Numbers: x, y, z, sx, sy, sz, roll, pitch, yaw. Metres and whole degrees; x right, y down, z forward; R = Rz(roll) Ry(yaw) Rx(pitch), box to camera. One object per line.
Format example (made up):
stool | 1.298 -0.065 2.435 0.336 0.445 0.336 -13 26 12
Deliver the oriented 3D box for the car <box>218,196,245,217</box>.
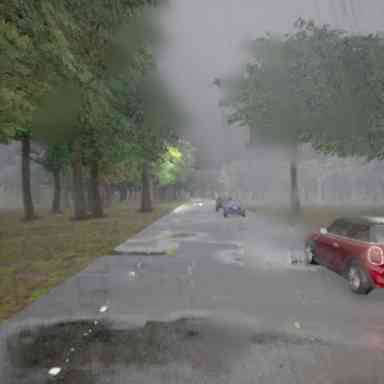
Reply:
car | 4.153 1.563 33.907 2.097 1.767 4.553 1 -1 1

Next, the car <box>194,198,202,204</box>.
car | 1.486 2.286 84.145 1.895 1.301 4.718 1 -1 1

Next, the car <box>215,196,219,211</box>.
car | 4.284 1.535 44.778 2.150 2.045 5.566 1 0 1

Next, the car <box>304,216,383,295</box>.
car | 4.685 1.415 9.055 2.097 1.767 4.553 1 0 1
